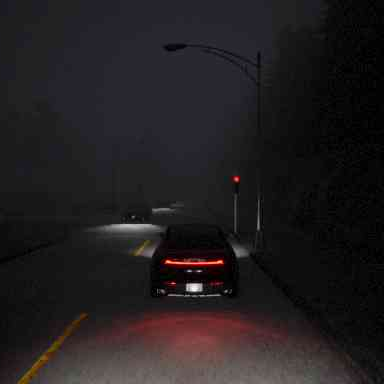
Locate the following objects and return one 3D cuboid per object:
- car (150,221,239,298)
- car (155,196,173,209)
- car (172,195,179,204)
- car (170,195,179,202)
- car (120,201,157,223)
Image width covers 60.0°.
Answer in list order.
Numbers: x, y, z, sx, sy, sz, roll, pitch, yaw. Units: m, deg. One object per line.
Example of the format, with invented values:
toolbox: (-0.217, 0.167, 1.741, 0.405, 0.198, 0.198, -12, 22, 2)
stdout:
car: (0.061, 1.505, 8.523, 1.837, 1.490, 4.892, 0, 0, 0)
car: (-4.084, 1.563, 45.915, 1.994, 1.385, 4.181, 0, 0, 0)
car: (-4.044, 1.477, 62.337, 1.882, 1.535, 5.008, 0, 0, 0)
car: (-3.980, 1.473, 75.474, 1.882, 1.535, 5.008, 0, 0, 0)
car: (-4.093, 1.564, 25.236, 1.994, 1.385, 4.181, 0, 0, 0)
